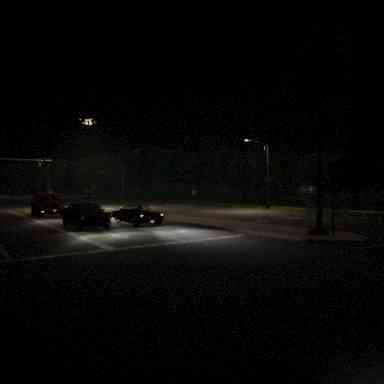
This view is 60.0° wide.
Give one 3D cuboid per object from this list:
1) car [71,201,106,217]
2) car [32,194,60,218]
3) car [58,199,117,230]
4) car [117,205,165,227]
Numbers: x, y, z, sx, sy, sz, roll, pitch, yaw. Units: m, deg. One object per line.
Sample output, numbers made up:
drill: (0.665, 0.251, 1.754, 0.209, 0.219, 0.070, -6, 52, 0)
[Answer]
car: (-10.032, 1.557, 31.967, 1.895, 1.301, 4.718, 0, 0, -34)
car: (-13.060, 1.192, 30.194, 2.150, 2.045, 5.566, 0, 0, -34)
car: (-6.762, 1.449, 21.101, 1.882, 1.535, 5.008, 0, 0, -35)
car: (-3.754, 1.557, 22.904, 1.895, 1.301, 4.718, 0, 0, -35)
